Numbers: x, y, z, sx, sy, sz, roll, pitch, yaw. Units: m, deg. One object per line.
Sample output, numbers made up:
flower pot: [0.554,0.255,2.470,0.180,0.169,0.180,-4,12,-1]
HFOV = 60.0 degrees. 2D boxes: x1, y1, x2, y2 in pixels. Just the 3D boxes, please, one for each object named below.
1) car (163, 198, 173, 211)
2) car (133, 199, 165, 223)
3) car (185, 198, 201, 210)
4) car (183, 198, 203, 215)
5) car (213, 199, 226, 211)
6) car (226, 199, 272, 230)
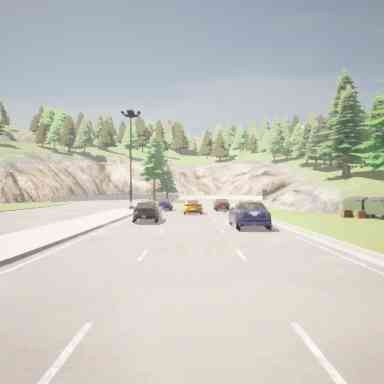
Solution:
car: [-3.389,1.526,41.246,1.812,1.442,4.674,0,0,0]
car: [-3.399,1.503,25.912,1.837,1.490,4.892,0,0,0]
car: [0.137,1.547,44.345,2.033,1.411,5.357,0,0,1]
car: [0.096,1.477,34.510,1.882,1.535,5.008,0,0,0]
car: [3.601,1.526,40.302,1.812,1.442,4.674,0,0,0]
car: [3.600,1.352,21.198,2.097,1.767,4.553,0,0,0]
